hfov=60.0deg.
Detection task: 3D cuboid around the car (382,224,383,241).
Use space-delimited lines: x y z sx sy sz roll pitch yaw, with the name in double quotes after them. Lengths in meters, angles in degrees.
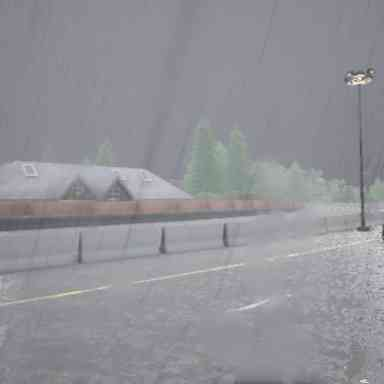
12.054 1.966 18.276 4.892 1.490 1.837 1 -1 -43 "car"
